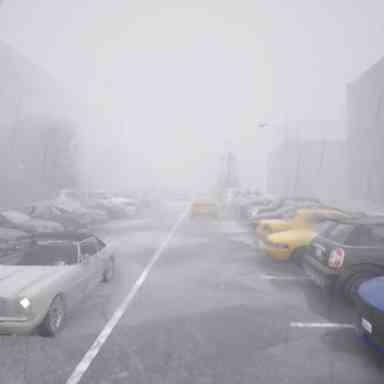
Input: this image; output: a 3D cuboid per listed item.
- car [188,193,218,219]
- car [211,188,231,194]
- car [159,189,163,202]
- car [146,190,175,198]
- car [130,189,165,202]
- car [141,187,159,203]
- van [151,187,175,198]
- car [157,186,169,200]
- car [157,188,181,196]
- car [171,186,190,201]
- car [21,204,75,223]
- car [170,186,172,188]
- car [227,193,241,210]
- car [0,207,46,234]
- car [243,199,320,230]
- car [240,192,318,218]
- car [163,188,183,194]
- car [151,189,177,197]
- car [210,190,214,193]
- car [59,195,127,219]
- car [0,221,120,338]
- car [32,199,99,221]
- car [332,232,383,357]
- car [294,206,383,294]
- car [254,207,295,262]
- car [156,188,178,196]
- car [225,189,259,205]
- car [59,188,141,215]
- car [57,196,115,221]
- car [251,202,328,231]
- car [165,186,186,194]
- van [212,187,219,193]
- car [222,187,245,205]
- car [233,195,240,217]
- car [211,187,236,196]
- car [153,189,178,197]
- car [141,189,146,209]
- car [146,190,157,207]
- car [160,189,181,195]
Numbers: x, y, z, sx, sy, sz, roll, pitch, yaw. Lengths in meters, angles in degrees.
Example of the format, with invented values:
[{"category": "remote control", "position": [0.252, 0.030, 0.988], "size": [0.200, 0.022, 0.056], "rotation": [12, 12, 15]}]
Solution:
[{"category": "car", "position": [0.893, 1.077, 24.955], "size": [1.882, 1.535, 5.008], "rotation": [0, 1, 2]}, {"category": "car", "position": [7.834, -0.246, 90.551], "size": [5.366, 1.575, 1.946], "rotation": [0, 1, 2]}, {"category": "car", "position": [-6.373, 0.765, 40.580], "size": [4.792, 1.488, 2.163], "rotation": [0, 1, 2]}, {"category": "car", "position": [-5.695, 0.339, 59.993], "size": [5.008, 1.535, 2.097], "rotation": [0, 1, 2]}, {"category": "car", "position": [-6.127, 0.496, 46.158], "size": [4.553, 1.767, 2.185], "rotation": [0, 1, 2]}, {"category": "car", "position": [-6.467, 0.667, 37.785], "size": [4.553, 1.767, 2.185], "rotation": [0, 1, 2]}, {"category": "van", "position": [-5.486, 0.055, 62.902], "size": [4.442, 1.987, 1.878], "rotation": [0, 1, 2]}, {"category": "car", "position": [-6.278, 0.427, 43.364], "size": [5.566, 2.045, 2.435], "rotation": [0, 1, 2]}, {"category": "car", "position": [-5.327, -0.008, 76.874], "size": [5.366, 1.575, 1.946], "rotation": [0, 1, 2]}, {"category": "car", "position": [-1.433, 0.292, 50.540], "size": [2.150, 2.045, 5.566], "rotation": [0, 1, 2]}, {"category": "car", "position": [-7.271, 1.344, 12.663], "size": [4.674, 1.452, 2.002], "rotation": [0, 1, 2]}, {"category": "car", "position": [-5.819, 0.268, 57.324], "size": [4.553, 1.767, 2.185], "rotation": [0, 1, 2]}, {"category": "car", "position": [5.567, 1.076, 27.792], "size": [4.674, 1.452, 2.002], "rotation": [0, 1, 2]}, {"category": "car", "position": [-7.367, 1.362, 9.874], "size": [4.892, 1.521, 2.231], "rotation": [0, 1, 2]}, {"category": "car", "position": [5.187, 1.277, 16.047], "size": [4.892, 1.521, 2.231], "rotation": [0, 1, 2]}, {"category": "car", "position": [5.305, 1.093, 18.855], "size": [4.553, 1.767, 2.185], "rotation": [0, 1, 2]}, {"category": "car", "position": [-4.893, -0.146, 85.244], "size": [4.792, 1.488, 2.163], "rotation": [0, 1, 2]}, {"category": "car", "position": [-5.517, 0.224, 65.701], "size": [4.892, 1.521, 2.231], "rotation": [0, 1, 2]}, {"category": "car", "position": [1.461, 0.813, 42.106], "size": [1.994, 1.385, 4.181], "rotation": [0, 1, 2]}, {"category": "car", "position": [-6.985, 1.134, 21.036], "size": [5.008, 1.535, 2.097], "rotation": [0, 1, 2]}, {"category": "car", "position": [-2.915, 1.552, 6.675], "size": [1.895, 1.301, 4.718], "rotation": [0, 1, 2]}, {"category": "car", "position": [-7.174, 1.251, 15.329], "size": [4.892, 1.521, 2.231], "rotation": [0, 1, 2]}, {"category": "car", "position": [4.796, 1.488, 4.281], "size": [5.008, 1.535, 2.097], "rotation": [0, 1, 2]}, {"category": "car", "position": [4.854, 1.327, 7.108], "size": [4.553, 1.767, 2.185], "rotation": [0, 1, 2]}, {"category": "car", "position": [4.797, 1.394, 10.055], "size": [5.366, 1.575, 1.946], "rotation": [0, 1, 2]}, {"category": "car", "position": [-5.294, -0.016, 71.279], "size": [4.553, 1.767, 2.185], "rotation": [0, 1, 2]}, {"category": "car", "position": [5.636, 0.851, 30.726], "size": [4.553, 1.767, 2.185], "rotation": [0, 1, 2]}, {"category": "car", "position": [-6.869, 0.826, 23.823], "size": [5.566, 2.045, 2.435], "rotation": [0, 1, 2]}, {"category": "car", "position": [-7.090, 1.192, 18.246], "size": [4.892, 1.521, 2.231], "rotation": [0, 1, 2]}, {"category": "car", "position": [5.264, 1.336, 12.981], "size": [5.366, 1.575, 1.946], "rotation": [0, 1, 2]}, {"category": "car", "position": [-4.557, -0.597, 93.611], "size": [5.566, 2.045, 2.435], "rotation": [0, 1, 2]}, {"category": "van", "position": [7.216, -0.130, 73.940], "size": [4.442, 1.987, 1.878], "rotation": [0, 1, 2]}, {"category": "car", "position": [5.789, 0.668, 33.532], "size": [5.566, 2.045, 2.435], "rotation": [0, 1, 2]}, {"category": "car", "position": [5.400, 1.188, 21.794], "size": [4.792, 1.488, 2.163], "rotation": [0, 1, 2]}, {"category": "car", "position": [7.220, -0.213, 76.731], "size": [5.566, 2.045, 2.435], "rotation": [0, 1, 2]}, {"category": "car", "position": [-5.413, 0.167, 68.493], "size": [4.892, 1.521, 2.231], "rotation": [0, 1, 2]}, {"category": "car", "position": [-6.749, 0.840, 29.285], "size": [4.553, 1.767, 2.185], "rotation": [0, 1, 2]}, {"category": "car", "position": [-6.498, 0.879, 34.992], "size": [4.792, 1.488, 2.163], "rotation": [0, 1, 2]}, {"category": "car", "position": [-5.078, -0.032, 79.660], "size": [4.792, 1.488, 2.163], "rotation": [0, 1, 2]}]
